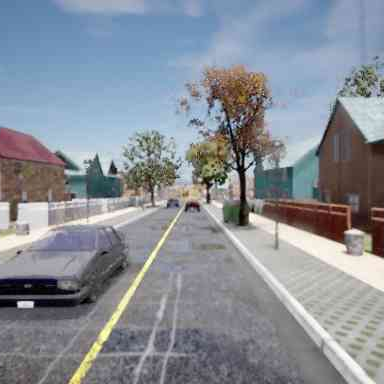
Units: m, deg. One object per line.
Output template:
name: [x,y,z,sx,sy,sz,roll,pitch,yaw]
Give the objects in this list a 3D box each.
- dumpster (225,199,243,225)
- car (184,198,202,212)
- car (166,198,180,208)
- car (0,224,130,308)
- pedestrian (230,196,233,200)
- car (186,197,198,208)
dumpster: [3.032,1.417,24.123,1.020,1.700,1.940,2,1,0]
car: [0.065,1.590,40.525,1.837,1.490,4.892,0,0,0]
car: [-2.829,1.664,50.071,1.812,1.442,4.674,0,0,0]
car: [-2.851,1.543,8.358,2.033,1.411,5.357,0,0,0]
pedestrian: [3.007,1.166,25.144,0.375,1.860,0.375,-2,2,-1]
car: [-0.005,1.623,51.083,1.882,1.535,5.008,0,0,0]
